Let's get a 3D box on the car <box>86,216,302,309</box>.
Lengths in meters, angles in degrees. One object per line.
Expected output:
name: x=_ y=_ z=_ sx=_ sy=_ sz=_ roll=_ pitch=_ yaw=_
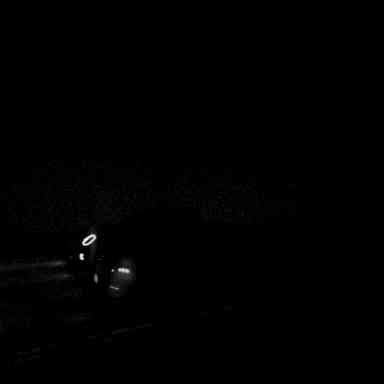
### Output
car: x=0.290 y=1.475 z=7.753 sx=4.902 sy=1.511 sz=2.128 roll=0 pitch=0 yaw=-26

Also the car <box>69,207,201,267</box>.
car: x=-1.490 y=1.319 z=10.660 sx=4.553 sy=1.767 sz=2.097 roll=0 pitch=0 yaw=-26
